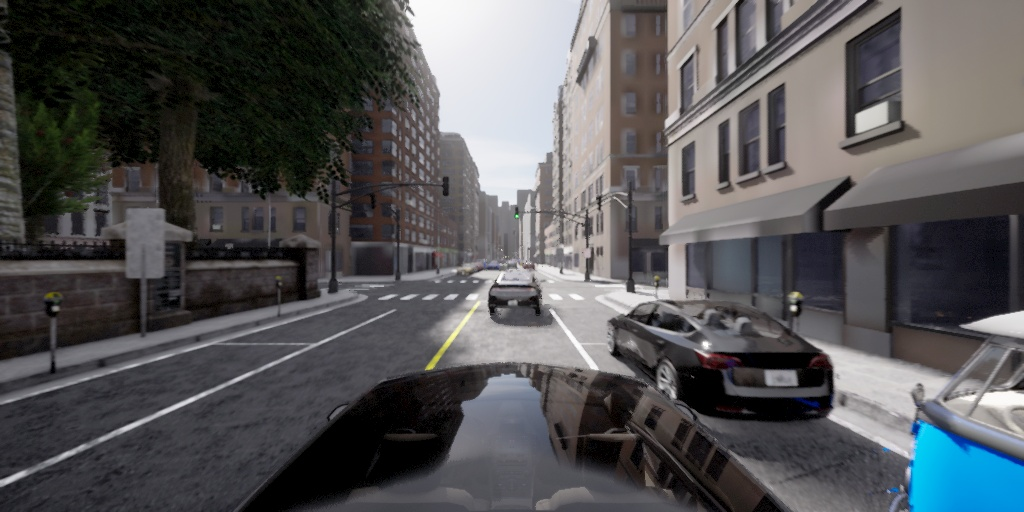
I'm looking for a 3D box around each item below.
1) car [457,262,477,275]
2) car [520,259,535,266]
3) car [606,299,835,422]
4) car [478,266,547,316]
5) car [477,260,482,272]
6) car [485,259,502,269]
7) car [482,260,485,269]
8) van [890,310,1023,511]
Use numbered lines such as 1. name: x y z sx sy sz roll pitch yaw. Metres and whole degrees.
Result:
1. car: -5.662 1.554 43.698 1.751 1.417 4.829 0 0 0
2. car: 2.866 1.585 60.254 1.967 1.591 4.097 0 0 0
3. car: 2.858 1.345 5.879 1.948 1.339 4.313 0 0 0
4. car: 0.286 1.324 13.940 2.128 1.511 4.902 0 0 6
5. car: -5.661 1.617 49.318 2.007 1.370 4.403 0 0 0
6. car: -3.042 1.616 59.393 1.882 1.535 5.008 0 0 1
7. car: -5.660 1.650 54.769 1.888 1.381 4.507 0 0 0
8. van: 2.857 1.081 0.218 1.690 1.789 3.998 0 0 0
